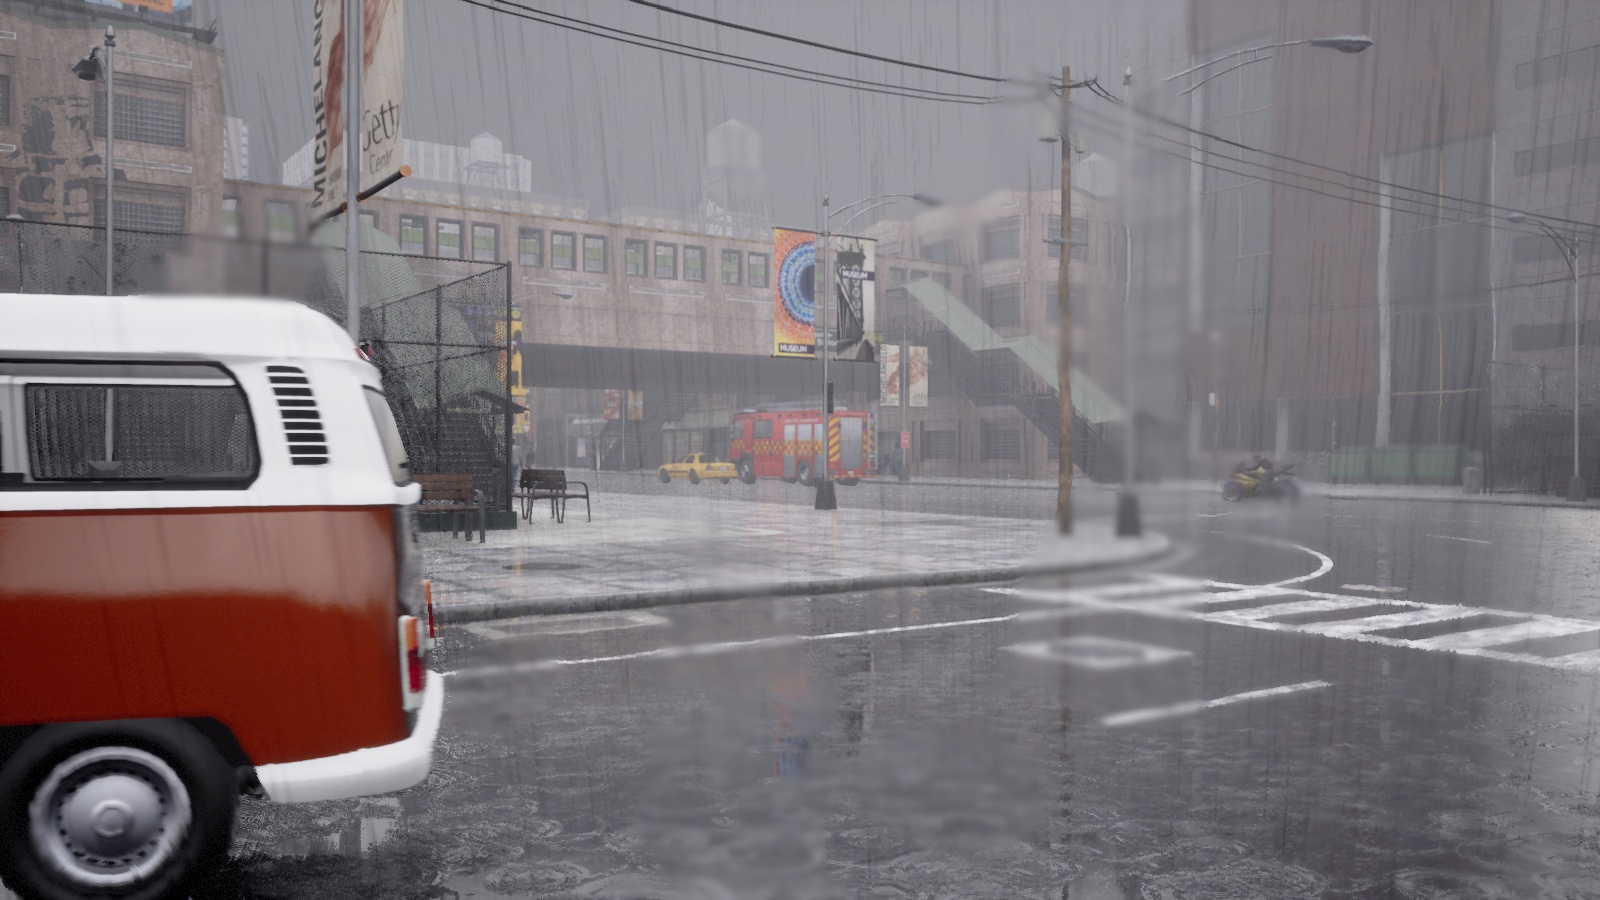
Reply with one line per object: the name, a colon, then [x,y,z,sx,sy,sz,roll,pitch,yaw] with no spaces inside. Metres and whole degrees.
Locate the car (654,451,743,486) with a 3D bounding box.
car: [-4.857,0.827,59.262,1.801,1.575,5.366,0,0,-34]

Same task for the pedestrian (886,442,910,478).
pedestrian: [5.164,0.535,66.188,0.874,1.855,0.900,0,0,-27]

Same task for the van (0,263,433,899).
van: [-3.643,0.487,4.351,4.480,2.038,2.069,0,0,-14]

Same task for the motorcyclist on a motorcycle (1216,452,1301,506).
motorcyclist on a motorcycle: [13.471,0.828,36.915,2.191,1.530,0.866,0,0,42]

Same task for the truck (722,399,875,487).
truck: [-0.219,-0.289,58.634,2.891,3.827,8.468,0,0,-34]

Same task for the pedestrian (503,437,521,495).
pedestrian: [-9.217,0.513,40.151,0.354,1.836,0.706,0,0,-33]
